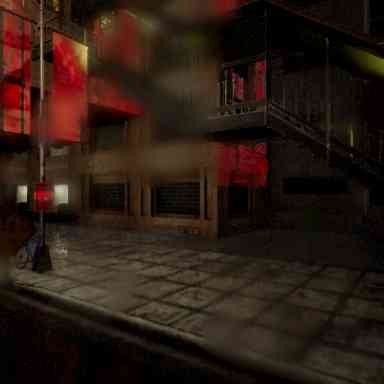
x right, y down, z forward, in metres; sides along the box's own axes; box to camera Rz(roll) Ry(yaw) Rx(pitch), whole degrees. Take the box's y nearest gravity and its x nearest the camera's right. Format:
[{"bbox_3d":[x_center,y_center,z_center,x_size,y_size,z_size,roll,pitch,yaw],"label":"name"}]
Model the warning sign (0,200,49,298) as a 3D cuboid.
[{"bbox_3d":[-3.925,1.115,7.038,1.060,1.860,1.300,0,0,36],"label":"warning sign"}]
